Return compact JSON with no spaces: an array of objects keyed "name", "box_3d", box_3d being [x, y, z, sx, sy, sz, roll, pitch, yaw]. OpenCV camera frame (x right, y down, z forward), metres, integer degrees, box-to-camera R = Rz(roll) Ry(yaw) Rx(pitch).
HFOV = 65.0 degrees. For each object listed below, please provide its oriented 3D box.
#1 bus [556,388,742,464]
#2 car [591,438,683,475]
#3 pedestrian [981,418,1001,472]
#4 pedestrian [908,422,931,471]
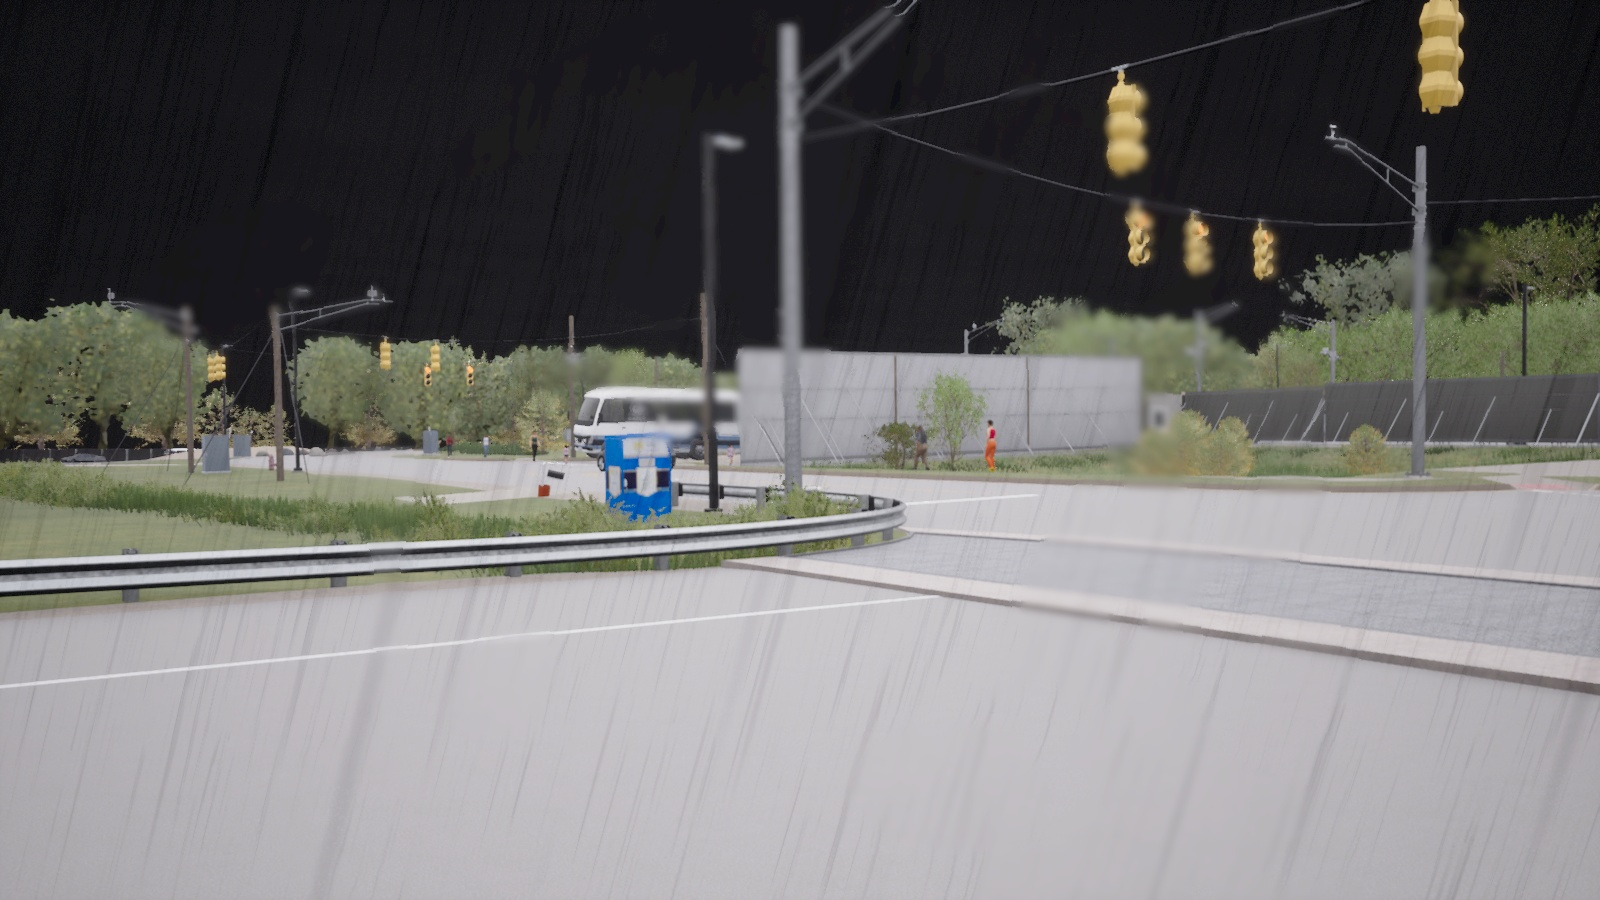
[{"name":"bus","box_3d":[-9.039,-1.459,75.551,10.273,4.253,3.944,0,4,-29]},{"name":"car","box_3d":[-7.089,0.241,54.119,1.837,1.490,4.892,-2,2,-35]},{"name":"pedestrian","box_3d":[6.586,-0.186,43.413,0.345,1.836,0.594,-2,3,-37]},{"name":"pedestrian","box_3d":[4.570,-0.139,47.909,0.540,1.848,0.694,-2,3,-35]}]
